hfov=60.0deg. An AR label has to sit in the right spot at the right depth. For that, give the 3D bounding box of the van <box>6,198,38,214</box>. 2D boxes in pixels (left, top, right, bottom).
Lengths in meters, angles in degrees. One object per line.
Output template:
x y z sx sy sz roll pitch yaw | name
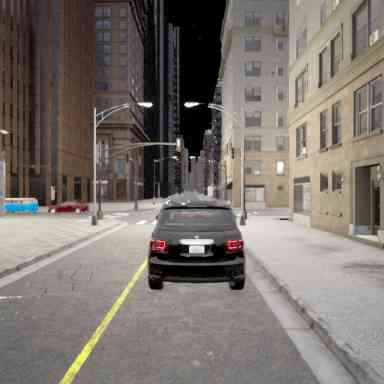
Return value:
-19.534 1.588 37.599 3.998 1.788 1.690 -1 0 0 | van

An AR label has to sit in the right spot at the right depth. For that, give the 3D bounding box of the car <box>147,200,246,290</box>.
0.117 1.223 9.223 2.150 2.045 5.566 0 0 1 | car

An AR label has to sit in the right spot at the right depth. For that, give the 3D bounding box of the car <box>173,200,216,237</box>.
0.131 1.357 18.672 2.097 1.767 4.553 0 0 0 | car

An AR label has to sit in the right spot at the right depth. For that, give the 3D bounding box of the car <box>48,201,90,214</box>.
-13.908 1.724 37.569 4.507 1.381 1.887 -1 0 0 | car
